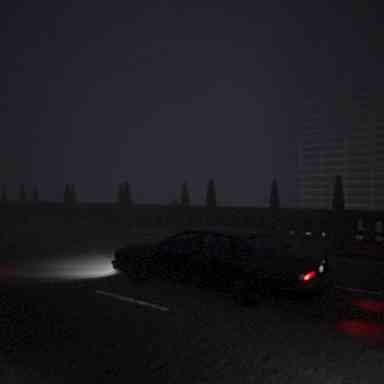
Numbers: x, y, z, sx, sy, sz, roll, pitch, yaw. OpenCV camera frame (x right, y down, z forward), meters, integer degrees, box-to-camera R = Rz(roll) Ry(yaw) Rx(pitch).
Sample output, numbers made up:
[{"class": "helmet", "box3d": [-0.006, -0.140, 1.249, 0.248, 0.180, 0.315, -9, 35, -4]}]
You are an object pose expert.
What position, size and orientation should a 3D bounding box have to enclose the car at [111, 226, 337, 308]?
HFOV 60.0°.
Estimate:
[{"class": "car", "box3d": [0.486, 1.550, 7.943, 5.357, 1.411, 2.033, 0, 0, 36]}]
